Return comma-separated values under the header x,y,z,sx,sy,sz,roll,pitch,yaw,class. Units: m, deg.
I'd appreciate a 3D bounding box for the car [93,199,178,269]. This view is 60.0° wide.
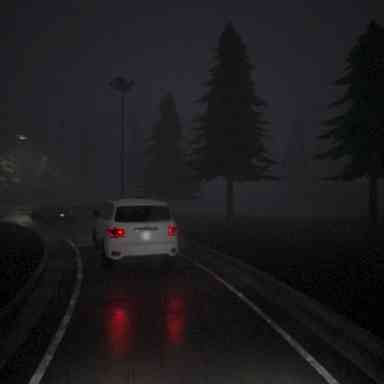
x,y,z,sx,sy,sz,roll,pitch,yaw,class
-2.140,1.238,11.576,2.150,2.045,5.566,0,0,-20,car

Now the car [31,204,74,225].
x,y,z,sx,sy,sz,roll,pitch,yaw,class
-10.445,1.595,24.754,1.994,1.385,4.181,0,0,-43,car
